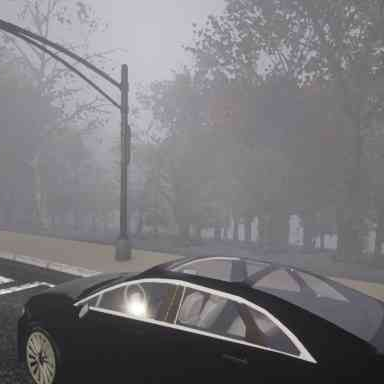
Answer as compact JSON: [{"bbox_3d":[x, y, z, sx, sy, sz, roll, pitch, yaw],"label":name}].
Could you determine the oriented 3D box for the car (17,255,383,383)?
[{"bbox_3d":[0.017,1.491,3.688,4.902,1.511,2.128,0,0,34],"label":"car"}]
